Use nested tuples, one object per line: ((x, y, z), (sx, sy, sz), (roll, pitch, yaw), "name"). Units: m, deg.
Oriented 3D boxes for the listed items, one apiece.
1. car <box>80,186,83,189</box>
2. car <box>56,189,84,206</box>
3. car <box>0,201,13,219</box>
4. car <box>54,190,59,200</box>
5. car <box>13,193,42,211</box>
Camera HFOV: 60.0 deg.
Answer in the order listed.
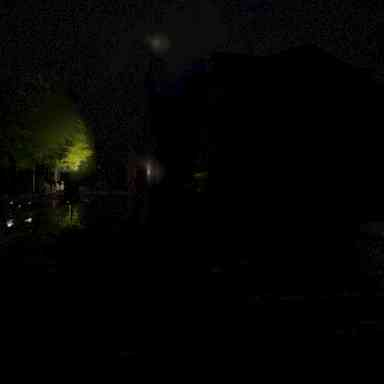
((-30.558, -0.392, 87.485), (1.947, 1.339, 4.313), (3, 1, -13), "car")
((-13.495, 0.777, 37.045), (1.812, 1.442, 4.674), (1, 1, -13), "car")
((-12.773, 1.113, 20.159), (1.994, 1.385, 4.181), (1, 1, -12), "car")
((-19.169, 0.389, 49.383), (1.882, 1.535, 5.008), (1, 1, -12), "car")
((-14.988, 0.855, 30.211), (1.812, 1.442, 4.674), (1, 2, -12), "car")
